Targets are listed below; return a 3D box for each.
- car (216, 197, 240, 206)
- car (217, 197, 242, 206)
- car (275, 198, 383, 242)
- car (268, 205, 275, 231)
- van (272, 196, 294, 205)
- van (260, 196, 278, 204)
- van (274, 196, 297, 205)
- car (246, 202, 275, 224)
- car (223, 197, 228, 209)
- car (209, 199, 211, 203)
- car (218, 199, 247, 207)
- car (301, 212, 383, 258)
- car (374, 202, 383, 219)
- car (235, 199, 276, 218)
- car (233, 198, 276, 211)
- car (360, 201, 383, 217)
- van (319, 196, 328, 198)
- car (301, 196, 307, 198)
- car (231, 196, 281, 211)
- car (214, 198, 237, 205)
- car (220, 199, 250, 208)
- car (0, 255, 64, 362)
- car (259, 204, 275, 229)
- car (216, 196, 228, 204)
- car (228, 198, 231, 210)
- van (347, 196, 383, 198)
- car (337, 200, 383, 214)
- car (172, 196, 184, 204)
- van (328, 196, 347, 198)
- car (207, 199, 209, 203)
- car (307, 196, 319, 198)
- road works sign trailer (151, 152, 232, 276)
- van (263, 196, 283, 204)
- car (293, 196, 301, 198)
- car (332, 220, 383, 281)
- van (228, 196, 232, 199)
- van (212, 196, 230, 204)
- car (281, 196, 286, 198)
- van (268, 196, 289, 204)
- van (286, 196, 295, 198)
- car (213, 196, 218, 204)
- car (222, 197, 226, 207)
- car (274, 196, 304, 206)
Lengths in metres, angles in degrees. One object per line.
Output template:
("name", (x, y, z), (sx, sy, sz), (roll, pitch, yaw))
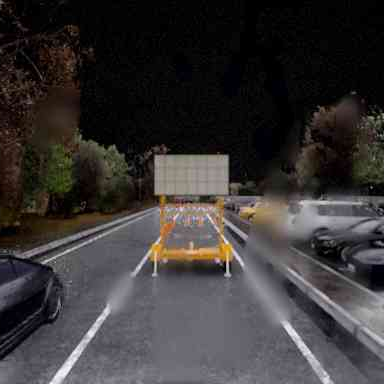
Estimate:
("car", (7.239, 1.907, 67.390), (4.553, 1.767, 2.185), (0, -1, 0))
("car", (7.217, 1.879, 64.614), (4.553, 1.767, 2.185), (0, -1, 0))
("car", (6.872, 1.405, 14.655), (5.566, 2.045, 2.435), (0, 0, 0))
("car", (7.051, 1.658, 17.429), (5.366, 1.575, 1.946), (0, 0, 0))
("van", (20.533, 1.881, 75.467), (4.442, 1.987, 1.878), (0, -1, 0))
("van", (20.645, 2.181, 89.298), (4.442, 1.987, 1.878), (0, -2, 0))
("van", (20.512, 1.854, 72.823), (4.442, 1.987, 1.878), (0, -1, 0))
("car", (6.725, 1.666, 22.984), (5.366, 1.575, 1.946), (0, 0, 0))
("car", (7.062, 1.838, 45.181), (4.792, 1.488, 2.163), (0, -1, 0))
("car", (7.389, 1.894, 78.495), (5.566, 2.045, 2.435), (0, -1, 0))
("car", (7.197, 1.950, 59.060), (4.892, 1.521, 2.231), (0, -1, 0))
("car", (6.826, 1.653, 11.879), (5.008, 1.535, 2.097), (0, 0, 0))
("car", (20.087, 1.710, 31.279), (4.792, 1.488, 2.163), (0, 0, 0))
("car", (6.771, 1.676, 28.658), (5.366, 1.575, 1.946), (0, 0, 0))
("car", (6.995, 1.705, 34.076), (4.892, 1.521, 2.231), (0, 0, 0))
("car", (20.109, 1.725, 33.919), (4.792, 1.488, 2.163), (0, 0, 0))
("van", (20.052, 1.573, 44.999), (4.442, 1.987, 1.878), (0, -1, 0))
("car", (20.186, 1.603, 50.538), (5.566, 2.045, 2.435), (0, -1, 0))
("car", (7.054, 1.601, 36.856), (4.553, 1.767, 2.185), (0, 0, 0))
("car", (7.318, 2.129, 72.940), (4.674, 1.452, 2.002), (0, -1, 0))
("car", (7.187, 1.921, 56.284), (4.892, 1.521, 2.231), (0, -1, 0))
("car", (-3.351, 1.592, 4.456), (1.994, 1.385, 4.181), (0, 0, 0))
("car", (6.895, 1.666, 20.207), (4.892, 1.521, 2.231), (0, 0, 0))
("car", (6.973, 1.889, 53.510), (5.366, 1.575, 1.946), (0, -1, 0))
("car", (7.075, 1.781, 39.628), (4.792, 1.488, 2.163), (0, -1, 0))
("van", (19.994, 1.491, 36.674), (4.442, 1.987, 1.878), (0, 0, 0))
("car", (20.130, 1.742, 39.457), (5.008, 1.535, 2.097), (0, -1, 0))
("car", (-2.996, 1.832, 71.621), (2.150, 2.045, 5.566), (0, -1, 0))
("van", (20.263, 1.544, 42.227), (4.442, 1.987, 1.878), (0, -1, 0))
("car", (7.501, 2.566, 95.123), (5.008, 1.535, 2.097), (0, -2, 0))
("car", (20.164, 1.575, 47.768), (5.566, 2.045, 2.435), (0, -1, 0))
("road works sign trailer", (-0.014, 0.530, 10.537), (2.380, 3.560, 2.880), (0, 0, 0))
("van", (20.367, 2.036, 83.762), (4.442, 1.987, 1.878), (0, -2, 0))
("car", (20.254, 1.910, 56.077), (5.008, 1.535, 2.097), (0, -1, 0))
("car", (6.769, 1.679, 9.103), (4.792, 1.488, 2.163), (0, 0, 0))
("van", (7.185, 1.554, 42.406), (4.442, 1.987, 1.878), (0, -1, 0))
("van", (7.289, 2.049, 84.030), (4.442, 1.987, 1.878), (0, -1, 0))
("car", (20.324, 2.035, 64.385), (4.674, 1.452, 2.002), (0, -1, 0))
("van", (20.323, 1.910, 78.372), (4.442, 1.987, 1.878), (0, -1, 0))
("van", (20.422, 1.742, 61.743), (4.442, 1.987, 1.878), (0, -1, 0))
("car", (7.040, 1.974, 61.838), (5.366, 1.575, 1.946), (0, -1, 0))
("car", (7.084, 1.866, 47.957), (4.792, 1.488, 2.163), (0, -1, 0))
("car", (20.344, 1.801, 70.054), (5.566, 2.045, 2.435), (0, -1, 0))
